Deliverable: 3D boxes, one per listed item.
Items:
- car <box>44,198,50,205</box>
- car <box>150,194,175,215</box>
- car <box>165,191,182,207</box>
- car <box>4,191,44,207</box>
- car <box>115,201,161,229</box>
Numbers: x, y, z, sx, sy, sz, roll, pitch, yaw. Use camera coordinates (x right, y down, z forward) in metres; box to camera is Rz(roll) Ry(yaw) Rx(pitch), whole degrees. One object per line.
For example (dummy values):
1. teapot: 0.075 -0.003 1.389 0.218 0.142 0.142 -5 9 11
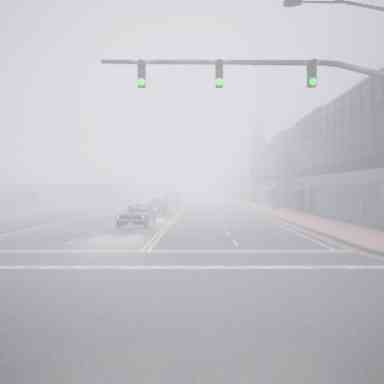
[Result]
1. car: -20.869 1.058 43.967 3.806 1.475 1.970 0 0 1
2. car: -3.042 1.256 30.556 2.128 1.511 4.902 0 0 2
3. car: -2.565 0.889 43.322 2.150 2.045 5.566 0 0 2
4. car: -20.909 0.841 41.070 3.866 1.878 1.905 0 0 1
5. car: -3.363 1.441 20.694 1.895 1.301 4.718 0 0 2
